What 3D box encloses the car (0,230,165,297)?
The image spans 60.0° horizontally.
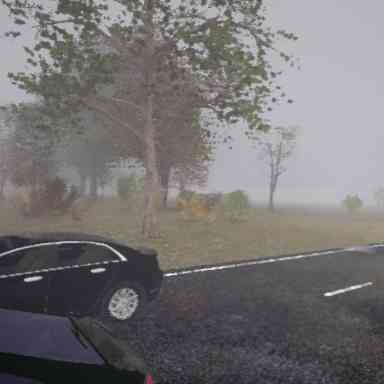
[{"bbox_3d":[-2.803,1.463,5.628,4.892,1.490,1.837,2,1,-36],"label":"car"}]

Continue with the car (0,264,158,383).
[{"bbox_3d":[-2.264,1.569,2.020,4.181,1.385,1.994,2,1,-36],"label":"car"}]
